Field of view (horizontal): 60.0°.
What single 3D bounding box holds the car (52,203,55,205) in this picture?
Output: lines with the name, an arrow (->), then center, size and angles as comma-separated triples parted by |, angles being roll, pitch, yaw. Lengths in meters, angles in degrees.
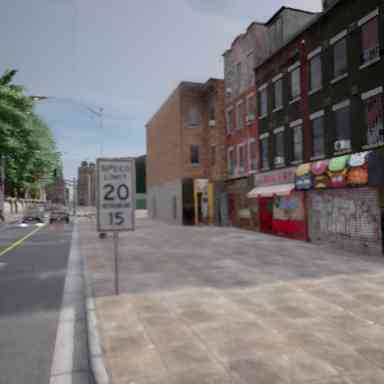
car -> -37.937, 3.950, 87.226 | 2.192, 1.841, 5.009 | 1, -2, -19

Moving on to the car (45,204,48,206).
car -> -30.665, 3.544, 66.676 | 2.008, 1.369, 4.403 | 1, -2, -19

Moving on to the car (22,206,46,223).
car -> -17.171, 2.556, 36.131 | 1.837, 1.490, 4.892 | 0, -1, -19

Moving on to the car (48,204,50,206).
car -> -32.484, 3.716, 71.811 | 1.947, 1.339, 4.313 | 1, -2, -19

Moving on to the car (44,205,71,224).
car -> -13.646, 2.455, 34.412 | 2.128, 1.511, 4.902 | 0, -1, -19
